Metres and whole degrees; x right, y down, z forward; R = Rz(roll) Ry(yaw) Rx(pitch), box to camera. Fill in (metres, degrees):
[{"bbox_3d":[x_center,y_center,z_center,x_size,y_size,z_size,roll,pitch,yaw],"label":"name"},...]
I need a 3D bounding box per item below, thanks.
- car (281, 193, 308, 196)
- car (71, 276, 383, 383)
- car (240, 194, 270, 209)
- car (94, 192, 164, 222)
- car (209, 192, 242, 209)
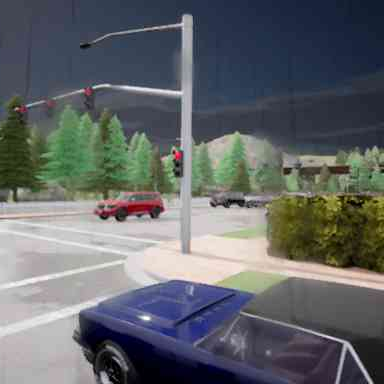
[{"bbox_3d":[9.851,1.096,31.125,2.150,2.045,5.566,1,0,39],"label":"car"},{"bbox_3d":[0.917,1.587,3.311,4.718,1.301,1.895,1,1,36],"label":"car"},{"bbox_3d":[8.417,1.337,40.793,2.033,1.411,5.357,1,1,39],"label":"car"},{"bbox_3d":[-4.480,0.997,24.621,2.150,2.045,5.566,1,0,38],"label":"car"},{"bbox_3d":[4.467,0.967,41.465,2.150,2.045,5.566,1,0,39],"label":"car"}]
